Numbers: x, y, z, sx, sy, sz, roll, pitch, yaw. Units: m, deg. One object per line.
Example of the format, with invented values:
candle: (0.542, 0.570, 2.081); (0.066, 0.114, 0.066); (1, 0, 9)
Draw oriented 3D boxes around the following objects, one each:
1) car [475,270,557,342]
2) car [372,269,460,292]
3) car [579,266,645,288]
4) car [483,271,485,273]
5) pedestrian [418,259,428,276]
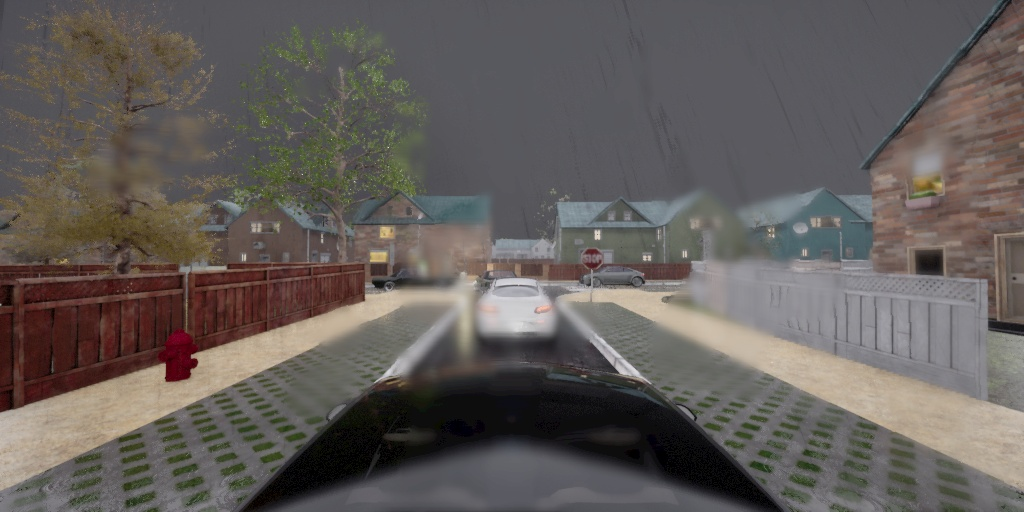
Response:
car: (0.107, 1.279, 9.670); (1.812, 1.442, 4.674); (0, 0, 0)
car: (-5.471, 1.416, 20.876); (4.718, 1.301, 1.895); (-1, -1, 1)
car: (6.551, 1.344, 23.660); (4.181, 1.385, 1.994); (0, -1, 1)
car: (-0.747, 1.366, 18.489); (1.895, 1.301, 4.718); (0, -1, -12)
pedestrian: (-6.687, 1.118, 26.762); (0.375, 1.860, 0.375); (0, -1, 1)
